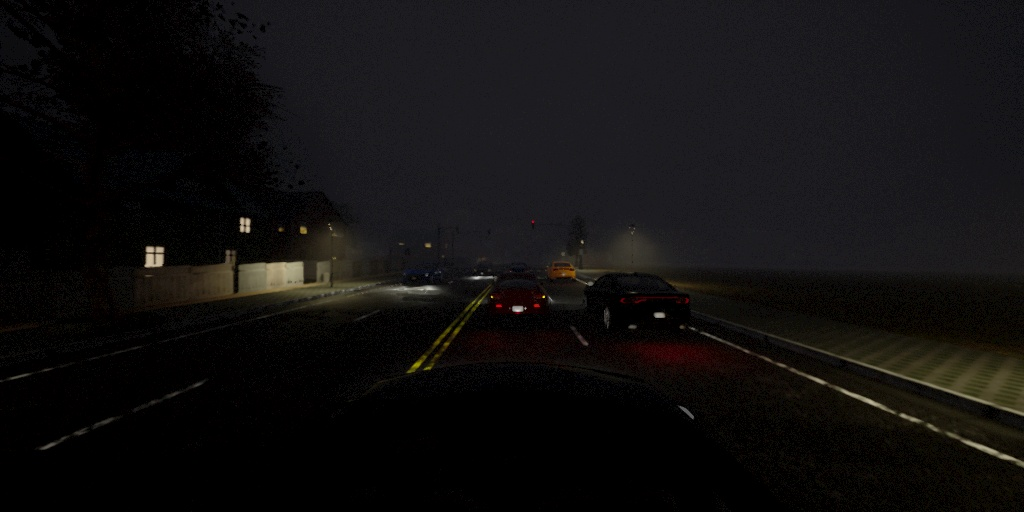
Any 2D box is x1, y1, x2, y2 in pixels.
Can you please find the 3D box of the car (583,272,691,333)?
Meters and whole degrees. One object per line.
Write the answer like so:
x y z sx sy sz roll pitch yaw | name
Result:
3.422 1.208 10.722 1.882 1.535 5.008 0 0 1 | car

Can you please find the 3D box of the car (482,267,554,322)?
0.188 1.253 12.000 1.812 1.442 4.674 0 0 1 | car

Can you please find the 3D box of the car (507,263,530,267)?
0.505 1.222 27.786 1.812 1.442 4.674 0 0 1 | car

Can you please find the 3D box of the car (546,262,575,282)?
3.787 1.172 28.249 1.882 1.535 5.008 0 0 2 | car

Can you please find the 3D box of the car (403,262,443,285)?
-6.243 1.180 25.639 1.882 1.535 5.008 0 0 2 | car

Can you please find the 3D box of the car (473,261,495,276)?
-2.632 1.234 35.706 2.033 1.411 5.357 0 0 3 | car
